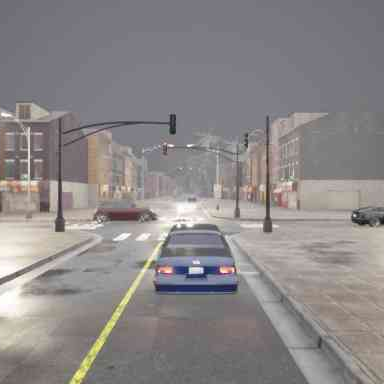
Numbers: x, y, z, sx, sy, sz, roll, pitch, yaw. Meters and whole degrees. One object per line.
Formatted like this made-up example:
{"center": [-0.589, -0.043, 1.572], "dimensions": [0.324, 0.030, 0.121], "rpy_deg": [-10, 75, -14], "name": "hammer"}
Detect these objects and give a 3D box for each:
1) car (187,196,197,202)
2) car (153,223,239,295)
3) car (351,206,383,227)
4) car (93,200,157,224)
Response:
{"center": [0.002, 1.548, 75.819], "dimensions": [1.882, 1.535, 5.008], "rpy_deg": [0, 0, 0], "name": "car"}
{"center": [0.080, 1.549, 8.885], "dimensions": [2.033, 1.411, 5.357], "rpy_deg": [0, 0, 0], "name": "car"}
{"center": [12.351, 1.522, 21.002], "dimensions": [4.313, 1.339, 1.947], "rpy_deg": [0, 0, 0], "name": "car"}
{"center": [-4.907, 1.369, 24.459], "dimensions": [4.553, 1.767, 2.097], "rpy_deg": [0, 0, -13], "name": "car"}
